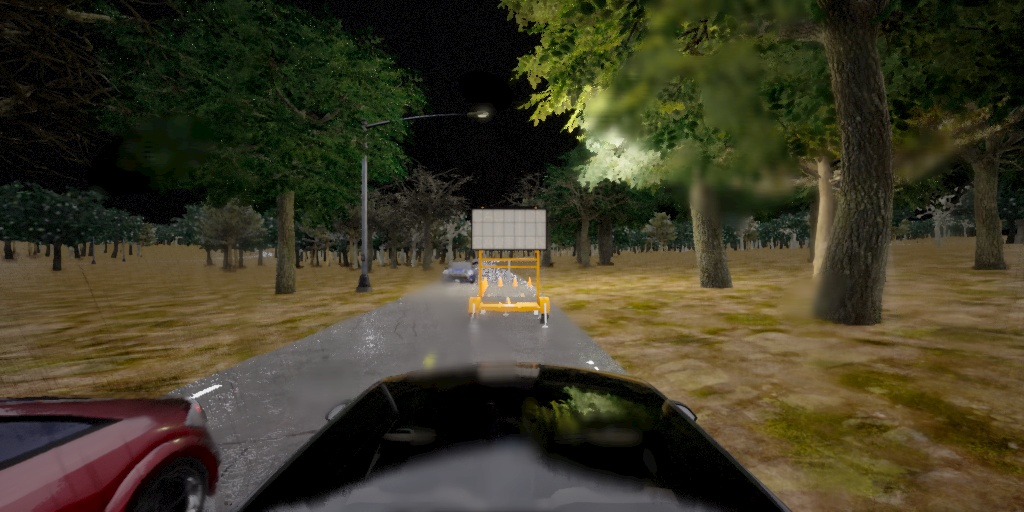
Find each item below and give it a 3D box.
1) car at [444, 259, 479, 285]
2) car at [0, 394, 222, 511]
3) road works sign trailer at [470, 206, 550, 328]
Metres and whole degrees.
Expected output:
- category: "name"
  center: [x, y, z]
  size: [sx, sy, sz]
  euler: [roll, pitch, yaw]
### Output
- category: "car"
  center: [-3.735, 1.139, 26.409]
  size: [2.097, 1.767, 4.553]
  euler: [0, 0, -3]
- category: "car"
  center: [-3.129, 1.314, 0.886]
  size: [1.994, 1.385, 4.181]
  euler: [0, 0, 0]
- category: "road works sign trailer"
  center: [-0.093, 0.225, 11.424]
  size: [2.380, 3.560, 2.880]
  euler: [0, 0, -2]
